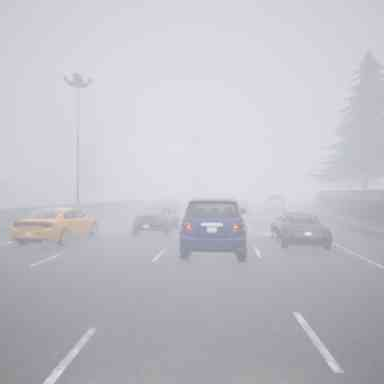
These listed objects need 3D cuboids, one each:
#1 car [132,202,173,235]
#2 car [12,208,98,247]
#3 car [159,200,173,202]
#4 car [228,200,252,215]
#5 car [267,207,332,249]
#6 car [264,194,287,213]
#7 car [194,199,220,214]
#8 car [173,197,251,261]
[{"bbox_3d":[-1.912,1.489,18.382,1.812,1.442,4.674,0,0,8],"label":"car"},{"bbox_3d":[-5.885,1.432,14.970,1.882,1.535,5.008,0,0,6],"label":"car"},{"bbox_3d":[-2.503,1.502,33.330,1.994,1.385,4.181,0,0,14],"label":"car"},{"bbox_3d":[5.128,1.564,34.968,1.895,1.301,4.718,0,0,16],"label":"car"},{"bbox_3d":[4.648,1.558,14.620,1.994,1.385,4.181,0,0,7],"label":"car"},{"bbox_3d":[9.106,1.198,36.163,2.150,2.045,5.566,0,0,16],"label":"car"},{"bbox_3d":[1.669,1.514,35.432,1.994,1.385,4.181,0,0,15],"label":"car"},{"bbox_3d":[0.854,1.205,12.463,2.150,2.045,5.566,0,0,6],"label":"car"}]
